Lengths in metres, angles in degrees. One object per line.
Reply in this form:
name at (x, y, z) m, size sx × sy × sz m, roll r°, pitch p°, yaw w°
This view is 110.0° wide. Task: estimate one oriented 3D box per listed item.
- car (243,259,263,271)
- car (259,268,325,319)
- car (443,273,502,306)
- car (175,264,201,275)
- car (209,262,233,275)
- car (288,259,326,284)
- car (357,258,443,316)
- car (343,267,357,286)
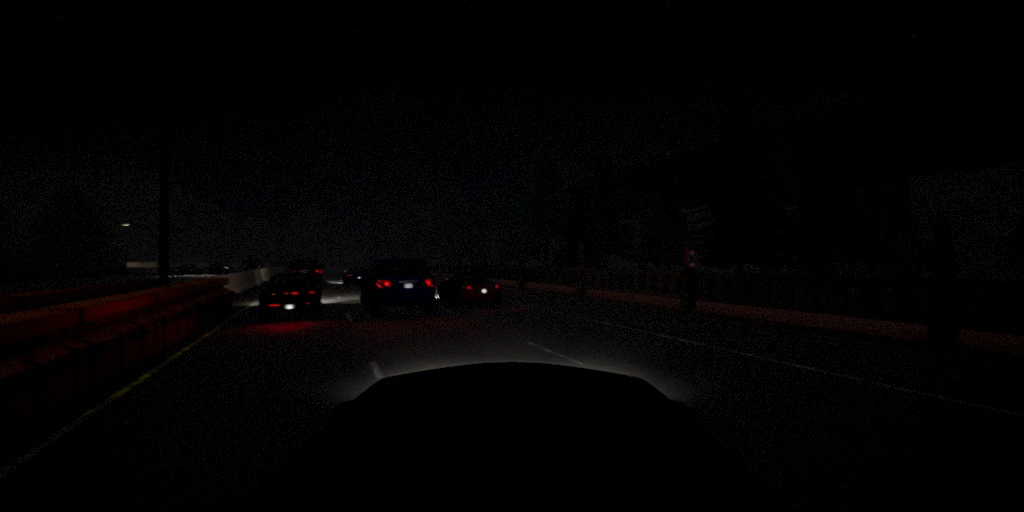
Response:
car at (-37.248, 1.468, 51.775) m, size 2.150 × 2.045 × 5.566 m, roll 0°, pitch -1°, yaw -33°
car at (-8.271, 1.377, 13.671) m, size 1.837 × 1.490 × 4.892 m, roll 0°, pitch 0°, yaw -28°
car at (-2.120, 1.478, 17.013) m, size 1.994 × 1.385 × 4.181 m, roll 0°, pitch -1°, yaw -28°
car at (-42.612, 1.742, 47.263) m, size 2.033 × 1.411 × 5.357 m, roll 0°, pitch -1°, yaw -32°
car at (-39.464, 1.565, 48.640) m, size 2.097 × 1.767 × 4.553 m, roll 0°, pitch -1°, yaw -32°
car at (-14.934, 1.222, 26.072) m, size 2.150 × 2.045 × 5.566 m, roll 0°, pitch 0°, yaw -28°
car at (-4.744, 1.108, 14.483) m, size 2.150 × 2.045 × 5.566 m, roll 0°, pitch 0°, yaw -28°
car at (-12.253, 1.590, 28.488) m, size 1.994 × 1.385 × 4.181 m, roll 0°, pitch -1°, yaw -28°
